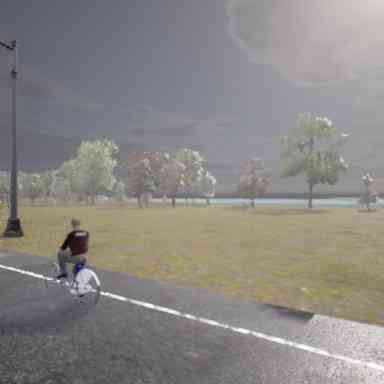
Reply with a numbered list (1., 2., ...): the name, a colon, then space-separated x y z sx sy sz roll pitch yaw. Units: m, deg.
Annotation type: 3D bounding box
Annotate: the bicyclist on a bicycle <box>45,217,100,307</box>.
1. bicyclist on a bicycle: -2.521 1.387 6.858 1.843 1.776 0.659 0 0 36
